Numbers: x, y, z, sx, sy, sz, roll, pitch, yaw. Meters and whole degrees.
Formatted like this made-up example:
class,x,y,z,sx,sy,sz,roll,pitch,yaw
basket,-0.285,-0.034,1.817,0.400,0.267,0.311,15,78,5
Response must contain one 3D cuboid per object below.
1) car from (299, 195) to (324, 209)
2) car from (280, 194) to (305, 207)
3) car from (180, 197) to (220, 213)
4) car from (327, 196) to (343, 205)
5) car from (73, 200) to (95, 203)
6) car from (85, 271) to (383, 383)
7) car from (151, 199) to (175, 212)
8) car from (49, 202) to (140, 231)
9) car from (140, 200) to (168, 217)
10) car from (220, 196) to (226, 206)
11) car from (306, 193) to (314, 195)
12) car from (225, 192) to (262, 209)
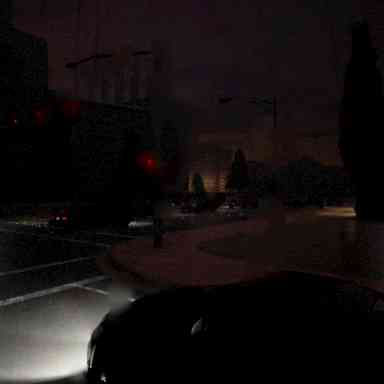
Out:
class,x,y,z,sx,sy,sz,roll,pitch,yaw
car,16.950,1.564,46.517,1.994,1.385,4.181,0,0,36
car,15.393,1.506,50.329,1.837,1.490,4.892,0,0,36
car,0.717,1.352,36.409,2.097,1.767,4.553,0,0,36
car,24.487,1.491,56.901,2.128,1.511,4.902,0,0,36
car,-9.403,1.477,28.435,1.882,1.535,5.008,0,0,36
car,0.837,1.564,3.403,4.181,1.385,1.994,0,0,35
car,-3.884,1.505,36.023,1.837,1.490,4.892,0,0,36
car,-6.074,1.547,20.749,2.033,1.411,5.357,0,0,36
car,-4.600,1.601,29.079,1.895,1.301,4.718,0,0,36
car,1.854,1.547,43.926,2.033,1.411,5.357,0,0,36
car,21.524,1.491,58.778,2.128,1.511,4.902,0,0,36
car,7.016,1.221,45.069,2.150,2.045,5.566,0,0,36
